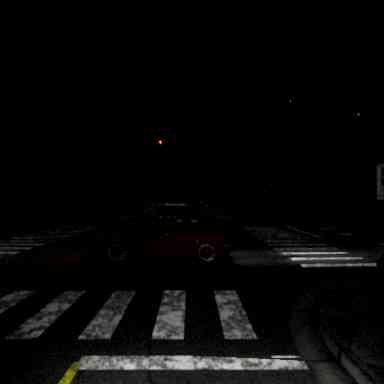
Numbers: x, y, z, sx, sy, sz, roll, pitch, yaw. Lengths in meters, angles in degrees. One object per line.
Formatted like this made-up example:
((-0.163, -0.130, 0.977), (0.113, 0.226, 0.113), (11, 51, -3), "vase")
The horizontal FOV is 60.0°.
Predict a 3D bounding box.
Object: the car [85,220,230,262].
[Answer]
((-1.071, 1.626, 11.531), (4.718, 1.301, 1.895), (0, 0, 0), "car")

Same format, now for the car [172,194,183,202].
((-2.976, 1.225, 69.882), (2.097, 1.767, 4.553), (0, 0, 0), "car")
